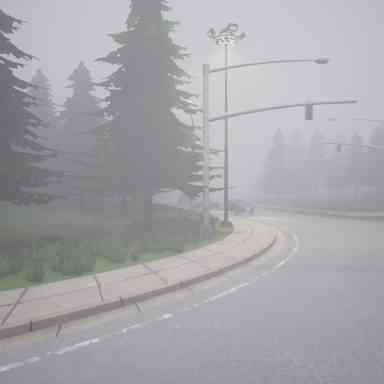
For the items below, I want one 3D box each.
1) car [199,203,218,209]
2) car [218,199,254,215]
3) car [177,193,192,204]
[{"bbox_3d":[2.092,1.601,43.907,1.895,1.301,4.718,0,0,-16],"label":"car"},{"bbox_3d":[4.735,1.492,34.265,2.128,1.511,4.902,0,0,-15],"label":"car"},{"bbox_3d":[-0.830,1.221,54.060,2.150,2.045,5.566,0,0,-17],"label":"car"}]
